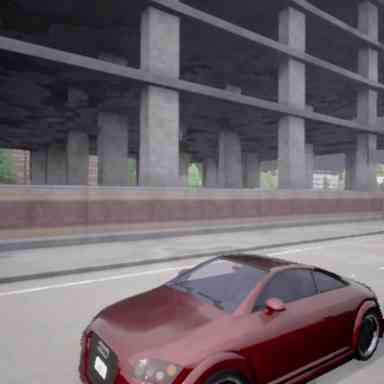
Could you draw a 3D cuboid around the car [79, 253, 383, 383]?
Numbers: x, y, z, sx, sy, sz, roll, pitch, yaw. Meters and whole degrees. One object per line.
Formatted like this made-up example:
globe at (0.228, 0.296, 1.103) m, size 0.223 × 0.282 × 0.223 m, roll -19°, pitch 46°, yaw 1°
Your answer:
car at (0.721, 1.591, 4.476) m, size 4.181 × 1.385 × 1.994 m, roll 1°, pitch 0°, yaw -35°
